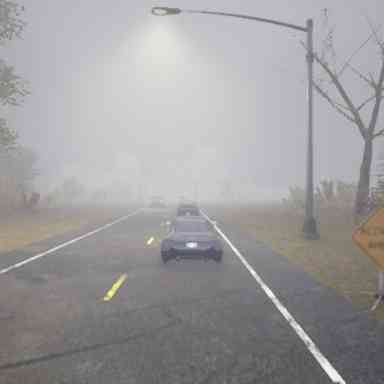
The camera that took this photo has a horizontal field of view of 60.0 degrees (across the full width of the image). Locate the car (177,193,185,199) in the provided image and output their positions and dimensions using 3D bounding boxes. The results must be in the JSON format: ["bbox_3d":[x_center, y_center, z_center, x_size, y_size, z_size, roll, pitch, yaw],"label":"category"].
[{"bbox_3d":[-3.056,1.157,91.403,1.801,1.575,5.366,0,0,-4],"label":"car"}]

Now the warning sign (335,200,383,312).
[{"bbox_3d":[3.533,1.103,6.157,1.300,1.860,1.060,1,1,0],"label":"warning sign"}]

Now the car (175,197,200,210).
[{"bbox_3d":[-0.383,1.441,28.678,1.837,1.490,4.892,0,0,-2],"label":"car"}]

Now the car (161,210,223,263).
[{"bbox_3d":[-0.022,1.541,11.877,1.994,1.385,4.181,0,0,-1],"label":"car"}]

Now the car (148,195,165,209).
[{"bbox_3d":[-4.646,1.246,44.096,2.097,1.767,4.553,0,0,-2],"label":"car"}]

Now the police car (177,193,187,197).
[{"bbox_3d":[-2.332,1.173,81.349,1.930,1.638,5.238,0,0,-4],"label":"police car"}]
